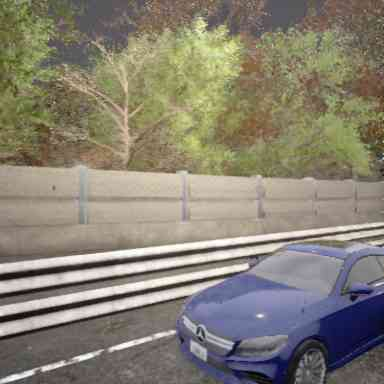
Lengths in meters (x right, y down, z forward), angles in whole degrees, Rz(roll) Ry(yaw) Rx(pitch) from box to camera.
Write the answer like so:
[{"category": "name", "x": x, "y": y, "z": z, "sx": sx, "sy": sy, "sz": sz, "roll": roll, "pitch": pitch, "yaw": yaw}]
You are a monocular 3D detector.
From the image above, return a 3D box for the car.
[{"category": "car", "x": 1.970, "y": 1.517, "z": 5.082, "sx": 4.674, "sy": 1.442, "sz": 1.812, "roll": 0, "pitch": 0, "yaw": -35}]
